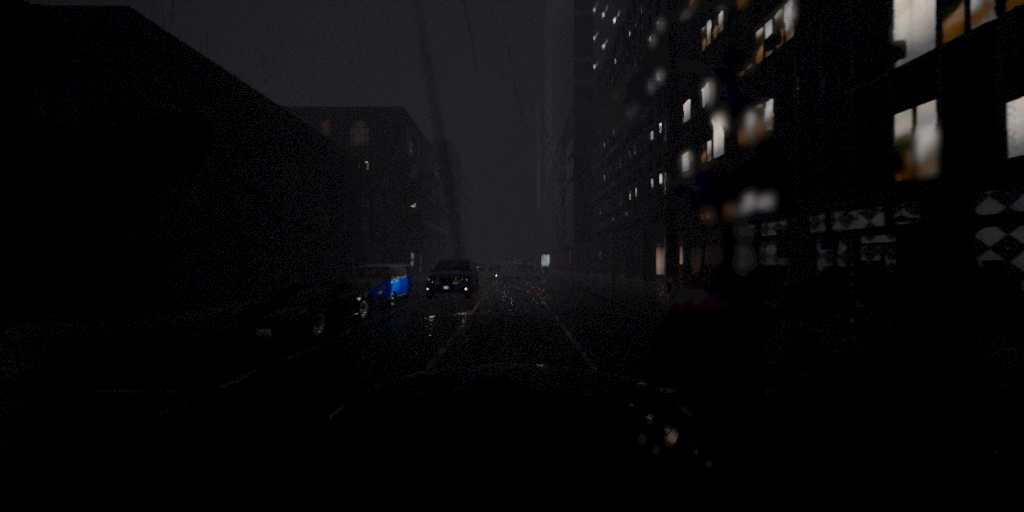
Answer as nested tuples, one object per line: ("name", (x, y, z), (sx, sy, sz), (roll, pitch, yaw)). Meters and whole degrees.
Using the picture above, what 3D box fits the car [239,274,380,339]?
("car", (-5.689, 1.404, 10.415), (1.948, 1.339, 4.313), (0, 0, 0))

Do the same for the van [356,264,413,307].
("van", (-5.687, 1.236, 16.063), (1.690, 1.789, 3.998), (0, 0, 0))

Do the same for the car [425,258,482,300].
("car", (-3.095, 1.153, 19.565), (2.150, 2.045, 5.566), (0, -1, 0))

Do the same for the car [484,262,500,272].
("car", (-3.039, 1.864, 61.163), (2.128, 1.511, 4.902), (0, -1, 1))

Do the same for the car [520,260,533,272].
("car", (2.706, 1.899, 61.416), (1.751, 1.417, 4.829), (0, 0, 0))
